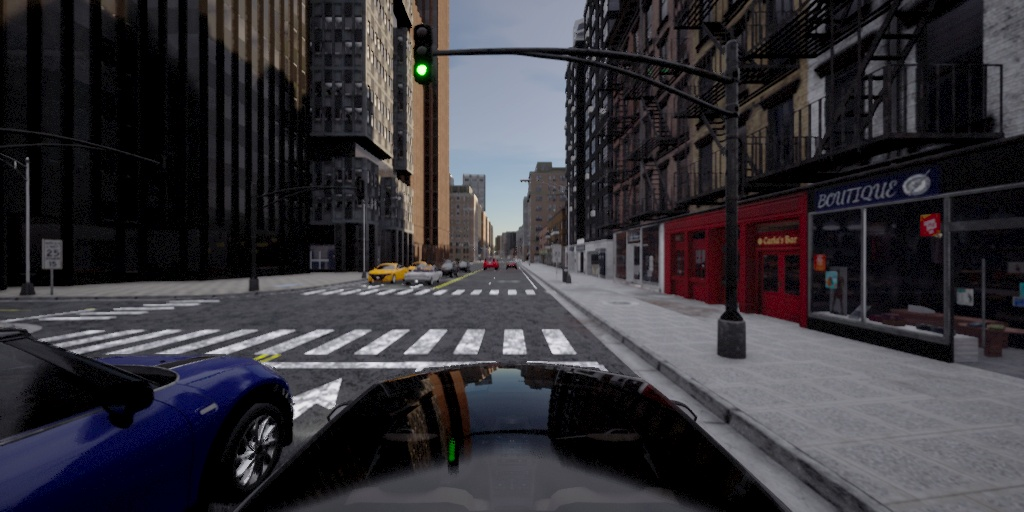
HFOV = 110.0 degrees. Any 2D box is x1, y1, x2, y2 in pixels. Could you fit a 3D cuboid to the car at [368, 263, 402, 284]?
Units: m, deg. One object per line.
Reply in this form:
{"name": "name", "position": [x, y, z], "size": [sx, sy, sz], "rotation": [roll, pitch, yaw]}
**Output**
{"name": "car", "position": [-9.922, 1.352, 28.975], "size": [1.882, 1.535, 5.008], "rotation": [0, 0, 0]}

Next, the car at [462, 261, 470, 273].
{"name": "car", "position": [-6.721, 1.441, 47.998], "size": [1.882, 1.535, 5.008], "rotation": [0, 0, 0]}

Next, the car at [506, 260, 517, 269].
{"name": "car", "position": [-0.071, 1.530, 61.656], "size": [1.837, 1.490, 4.892], "rotation": [0, 0, 0]}

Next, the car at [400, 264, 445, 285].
{"name": "car", "position": [-6.670, 1.466, 27.228], "size": [1.895, 1.301, 4.718], "rotation": [0, 0, 0]}

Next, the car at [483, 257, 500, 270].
{"name": "car", "position": [-3.409, 1.230, 57.874], "size": [2.150, 2.045, 5.566], "rotation": [0, 0, 0]}

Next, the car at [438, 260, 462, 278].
{"name": "car", "position": [-6.697, 1.388, 36.629], "size": [1.882, 1.535, 5.008], "rotation": [0, 0, 0]}

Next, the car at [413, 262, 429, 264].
{"name": "car", "position": [-9.954, 1.399, 38.967], "size": [1.882, 1.535, 5.008], "rotation": [0, 0, 0]}

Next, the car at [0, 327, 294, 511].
{"name": "car", "position": [-3.146, 1.101, 1.594], "size": [2.097, 1.767, 4.553], "rotation": [0, 0, 0]}
